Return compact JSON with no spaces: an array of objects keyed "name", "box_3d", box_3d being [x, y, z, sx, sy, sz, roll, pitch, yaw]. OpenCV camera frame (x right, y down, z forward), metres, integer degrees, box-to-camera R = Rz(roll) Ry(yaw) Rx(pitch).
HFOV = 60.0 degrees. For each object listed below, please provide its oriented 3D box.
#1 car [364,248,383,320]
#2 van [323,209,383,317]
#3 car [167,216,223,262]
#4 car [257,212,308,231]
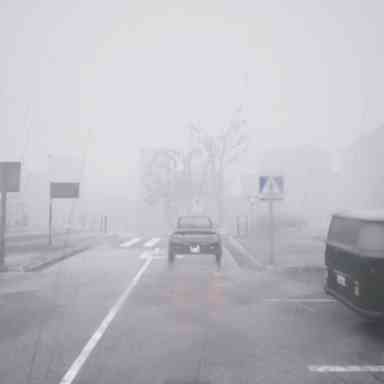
[{"name":"car","box_3d":[4.685,1.489,3.097,5.008,1.535,2.097,0,-1,0]},{"name":"van","box_3d":[4.796,1.289,5.874,4.442,1.987,1.878,0,-1,0]},{"name":"car","box_3d":[0.097,1.684,12.864,2.128,1.511,4.902,0,-2,0]},{"name":"car","box_3d":[7.743,2.468,28.207,4.902,1.511,2.128,2,-4,-32]}]
